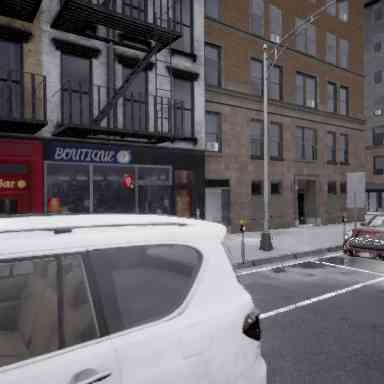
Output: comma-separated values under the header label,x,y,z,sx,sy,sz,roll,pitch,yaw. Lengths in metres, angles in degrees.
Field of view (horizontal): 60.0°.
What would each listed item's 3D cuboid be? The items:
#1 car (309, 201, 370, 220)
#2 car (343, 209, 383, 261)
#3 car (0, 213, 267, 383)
label,x,y,z,sx,sy,sz,roll,pitch,yaw
car,13.923,1.664,31.702,1.882,1.535,5.008,-1,0,-37
car,7.043,1.442,11.592,4.097,1.590,1.967,0,-1,-36
car,-1.986,1.222,1.962,5.566,2.045,2.150,0,0,-36
